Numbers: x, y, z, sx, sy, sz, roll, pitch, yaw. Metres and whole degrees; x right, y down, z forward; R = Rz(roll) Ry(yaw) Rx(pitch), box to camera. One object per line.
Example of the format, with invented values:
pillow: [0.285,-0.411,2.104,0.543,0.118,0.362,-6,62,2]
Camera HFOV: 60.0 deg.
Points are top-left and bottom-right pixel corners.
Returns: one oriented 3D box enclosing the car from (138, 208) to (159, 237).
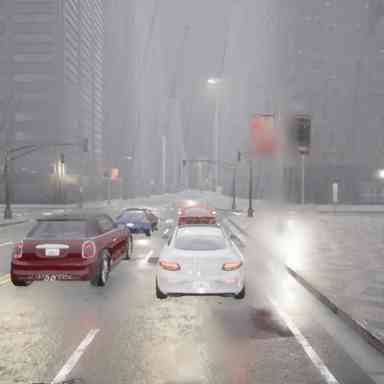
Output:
car: [-2.984,1.556,18.129,1.994,1.385,4.181,0,0,1]

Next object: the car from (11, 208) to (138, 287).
car: [-3.071,1.349,9.488,2.097,1.767,4.553,0,0,1]

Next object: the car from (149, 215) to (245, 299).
car: [0.183,1.524,8.309,1.812,1.442,4.674,0,0,0]

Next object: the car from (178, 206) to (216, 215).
car: [0.263,1.470,17.638,1.882,1.535,5.008,0,0,0]
